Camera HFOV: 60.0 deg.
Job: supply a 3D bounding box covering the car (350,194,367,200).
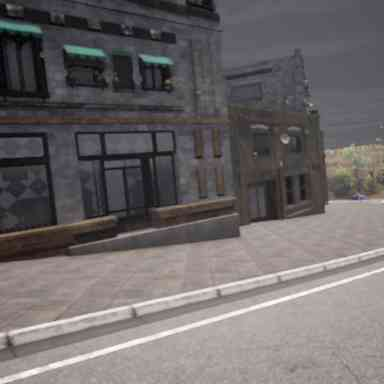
[{"bbox_3d":[32.843,1.029,65.369,1.882,1.535,5.008,-6,-2,-3],"label":"car"}]
